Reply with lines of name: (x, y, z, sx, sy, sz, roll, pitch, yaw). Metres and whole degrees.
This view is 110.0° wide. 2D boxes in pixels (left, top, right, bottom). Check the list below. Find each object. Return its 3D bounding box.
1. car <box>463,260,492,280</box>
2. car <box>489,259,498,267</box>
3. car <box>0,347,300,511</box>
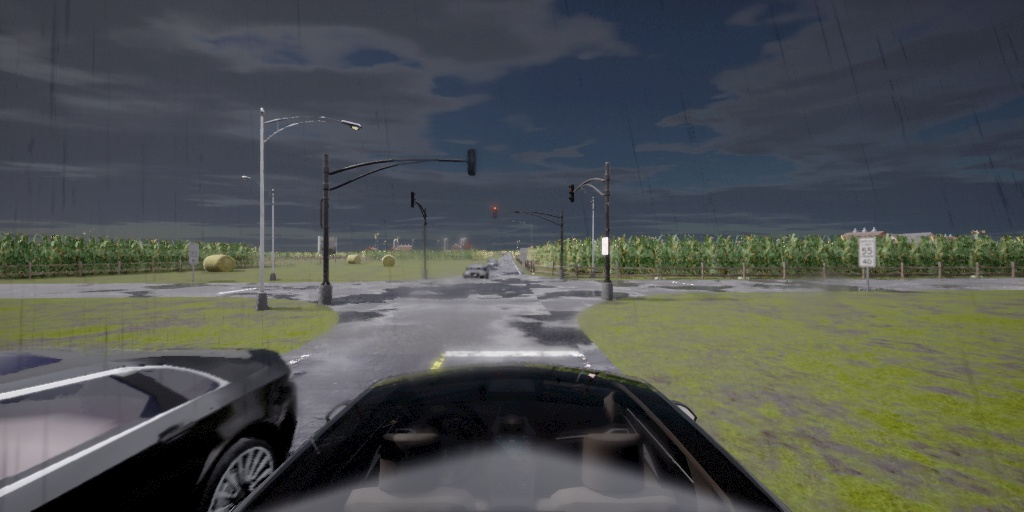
car: (-2.969, 1.330, 30.352, 1.994, 1.385, 4.181, 0, 0, -1)
car: (-3.410, 1.206, 62.963, 2.128, 1.511, 4.902, 0, 1, -1)
car: (-2.740, 1.243, 1.067, 2.128, 1.511, 4.902, 0, 0, 0)
